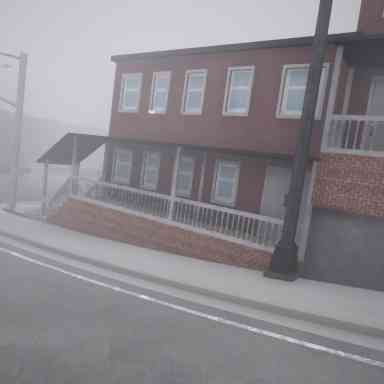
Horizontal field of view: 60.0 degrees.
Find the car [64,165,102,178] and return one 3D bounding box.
[{"bbox_3d":[-12.719,-2.385,40.969,1.895,1.301,4.718,11,7,35],"label":"car"}]

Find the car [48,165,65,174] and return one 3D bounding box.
[{"bbox_3d":[-15.933,-2.948,42.416,1.895,1.301,4.718,11,7,35],"label":"car"}]

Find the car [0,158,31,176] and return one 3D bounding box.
[{"bbox_3d":[-18.594,-2.391,32.806,1.895,1.301,4.718,11,6,34],"label":"car"}]
